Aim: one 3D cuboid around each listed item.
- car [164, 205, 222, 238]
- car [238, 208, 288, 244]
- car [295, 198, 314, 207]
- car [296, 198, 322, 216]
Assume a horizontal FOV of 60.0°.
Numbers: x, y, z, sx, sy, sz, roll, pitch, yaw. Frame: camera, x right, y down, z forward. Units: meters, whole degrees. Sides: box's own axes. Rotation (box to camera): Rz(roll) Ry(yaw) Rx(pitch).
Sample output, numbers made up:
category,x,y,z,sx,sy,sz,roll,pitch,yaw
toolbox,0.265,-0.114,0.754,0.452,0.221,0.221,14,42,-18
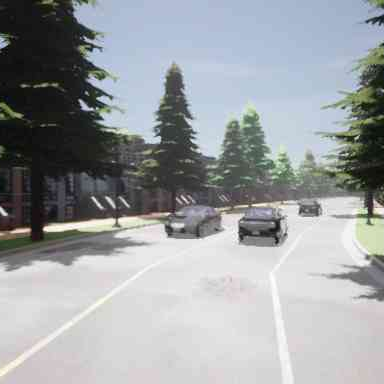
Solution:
category,x,y,z,sx,sy,sz,roll,pitch,yaw
car,0.199,1.492,17.834,2.128,1.511,4.902,0,0,22
car,3.569,1.520,16.323,2.128,1.511,4.902,0,0,21
car,18.657,1.700,55.023,2.033,1.411,5.357,0,0,28
car,12.064,1.625,33.919,1.812,1.442,4.674,0,0,27
